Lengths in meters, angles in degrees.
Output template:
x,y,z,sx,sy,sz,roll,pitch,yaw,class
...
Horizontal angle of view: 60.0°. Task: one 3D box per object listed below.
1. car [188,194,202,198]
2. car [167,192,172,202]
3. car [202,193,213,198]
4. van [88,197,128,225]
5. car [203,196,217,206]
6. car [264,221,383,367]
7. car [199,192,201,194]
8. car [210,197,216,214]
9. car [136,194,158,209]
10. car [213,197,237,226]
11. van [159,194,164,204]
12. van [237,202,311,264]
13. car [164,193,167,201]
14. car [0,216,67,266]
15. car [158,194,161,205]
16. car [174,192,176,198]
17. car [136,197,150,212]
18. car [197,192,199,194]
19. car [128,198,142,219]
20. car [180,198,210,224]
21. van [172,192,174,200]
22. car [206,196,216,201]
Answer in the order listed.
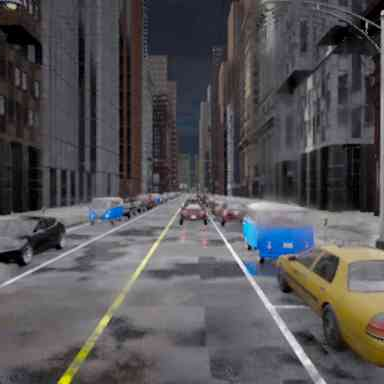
x,y,z,sx,sy,sz,roll,pitch,yaw,class
0.099,1.345,44.956,1.837,1.490,4.892,0,1,0,car
-5.766,1.198,67.773,1.967,1.590,4.097,0,0,0,car
2.759,1.277,45.235,1.967,1.590,4.097,0,0,0,car
-5.766,1.259,22.678,1.690,1.788,3.998,0,0,0,van
2.759,1.383,50.872,1.947,1.339,4.313,0,0,0,car
2.760,1.503,5.952,1.752,1.417,4.829,0,0,0,car
2.758,1.112,56.508,2.192,1.841,5.009,0,0,0,car
2.759,1.422,28.497,1.752,1.417,4.829,0,0,0,car
-5.766,1.172,39.588,2.192,1.841,5.009,0,0,0,car
2.759,1.358,22.691,1.967,1.590,4.097,0,0,0,car
-5.767,1.158,50.862,1.690,1.788,3.998,0,0,0,van
2.759,1.299,11.417,1.690,1.788,3.998,0,0,0,van
-5.766,1.237,56.499,1.967,1.590,4.097,0,0,0,car
-5.765,1.524,11.406,1.947,1.339,4.313,0,0,0,car
-5.766,1.382,45.226,1.887,1.381,4.507,0,0,0,car
-5.766,1.225,84.513,1.752,1.417,4.829,0,0,0,car
-5.766,1.443,33.953,1.947,1.339,4.313,0,0,0,car
2.758,1.158,79.053,1.967,1.590,4.097,0,0,0,car
-5.766,1.463,28.316,1.947,1.339,4.313,0,0,0,car
0.100,1.438,23.927,1.812,1.442,4.674,0,0,0,car
-5.767,1.059,79.045,1.690,1.788,3.998,0,0,0,van
2.759,1.428,33.963,2.008,1.369,4.403,0,0,0,car
